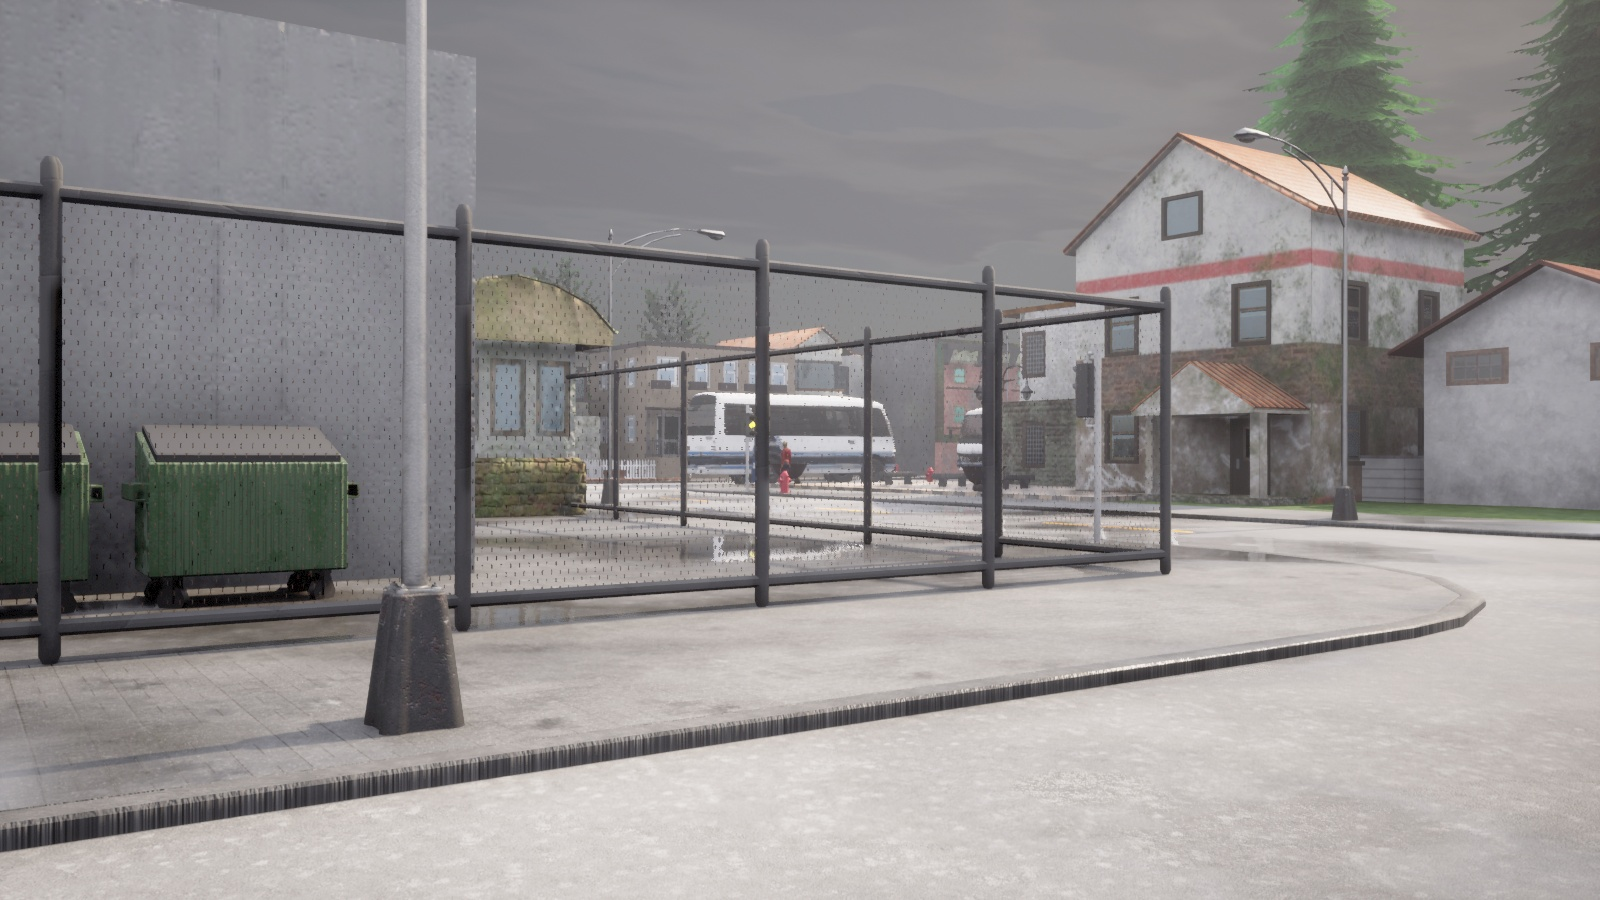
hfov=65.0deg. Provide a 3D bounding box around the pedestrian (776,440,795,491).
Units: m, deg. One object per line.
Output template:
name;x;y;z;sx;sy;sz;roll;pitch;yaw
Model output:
pedestrian;-0.533;0.564;46.224;0.636;1.846;0.331;0;0;39

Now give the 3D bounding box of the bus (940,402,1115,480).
bus;13.354;-0.481;73.223;10.273;4.253;3.944;0;0;-35

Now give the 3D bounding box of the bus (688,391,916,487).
bus;0.200;-0.486;59.678;10.273;4.253;3.944;0;0;-31
